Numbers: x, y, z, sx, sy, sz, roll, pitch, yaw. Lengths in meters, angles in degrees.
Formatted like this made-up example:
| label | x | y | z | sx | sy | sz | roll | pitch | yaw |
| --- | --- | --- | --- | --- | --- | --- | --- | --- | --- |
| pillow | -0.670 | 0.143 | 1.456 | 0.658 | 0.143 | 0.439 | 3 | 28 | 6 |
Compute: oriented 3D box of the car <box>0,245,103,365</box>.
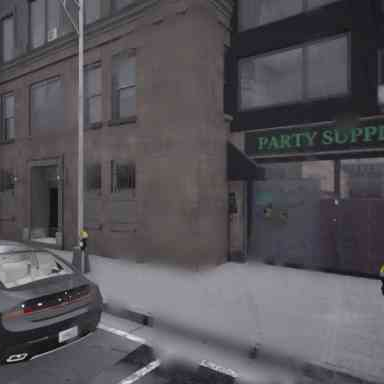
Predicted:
| label | x | y | z | sx | sy | sz | roll | pitch | yaw |
| --- | --- | --- | --- | --- | --- | --- | --- | --- | --- |
| car | -3.330 | 1.551 | 5.452 | 4.403 | 1.369 | 2.008 | 0 | 0 | 35 |
